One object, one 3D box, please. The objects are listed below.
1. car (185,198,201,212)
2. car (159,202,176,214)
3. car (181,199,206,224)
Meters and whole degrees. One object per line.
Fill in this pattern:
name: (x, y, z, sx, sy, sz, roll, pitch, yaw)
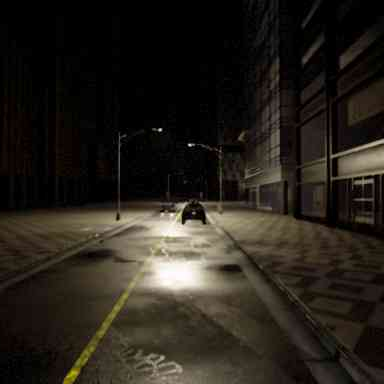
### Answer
car: (0.157, 1.774, 45.368, 2.097, 1.767, 4.553, 0, 0, 0)
car: (-3.036, 1.938, 41.972, 2.033, 1.411, 5.357, 0, -1, 0)
car: (0.135, 1.688, 27.396, 2.033, 1.649, 4.856, 0, 0, 0)
